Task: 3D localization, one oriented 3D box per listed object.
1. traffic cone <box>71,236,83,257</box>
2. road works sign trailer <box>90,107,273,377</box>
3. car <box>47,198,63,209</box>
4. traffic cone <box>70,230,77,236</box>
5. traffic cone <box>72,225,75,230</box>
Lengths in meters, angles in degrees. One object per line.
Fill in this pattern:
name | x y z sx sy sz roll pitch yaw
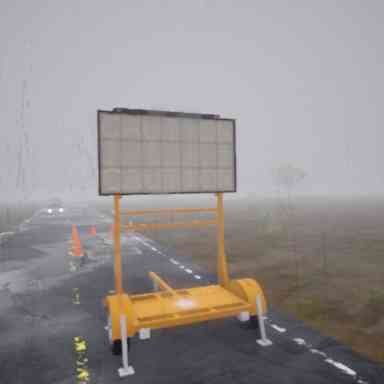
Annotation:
traffic cone | -4.069 1.970 11.829 0.340 0.580 0.340 -1 0 -21
road works sign trailer | -0.403 0.438 5.741 2.380 3.560 2.880 -1 0 -21
car | -19.805 1.650 48.061 1.837 1.490 4.892 -1 0 -21
traffic cone | -4.784 1.975 13.697 0.340 0.580 0.340 -1 0 -21
traffic cone | -5.500 1.980 15.564 0.340 0.580 0.340 -1 0 -21
